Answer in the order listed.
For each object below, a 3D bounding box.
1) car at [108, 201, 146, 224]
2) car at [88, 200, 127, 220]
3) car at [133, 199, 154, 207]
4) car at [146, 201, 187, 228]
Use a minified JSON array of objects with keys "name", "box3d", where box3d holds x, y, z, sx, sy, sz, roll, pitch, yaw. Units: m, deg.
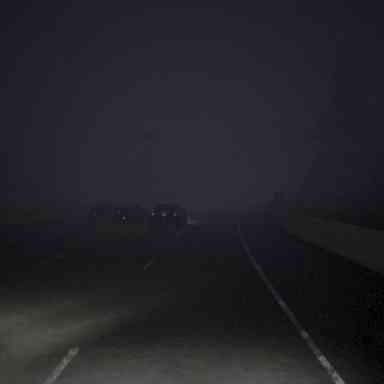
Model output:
[{"name":"car","box3d":[-4.783,1.769,27.610,2.128,1.511,4.902,0,-1,8]},{"name":"car","box3d":[-7.823,1.776,30.831,1.882,1.535,5.008,0,0,9]},{"name":"car","box3d":[-9.640,2.189,66.652,2.128,1.511,4.902,0,-1,19]},{"name":"car","box3d":[-1.633,1.611,24.745,2.097,1.767,4.553,0,-1,7]}]
